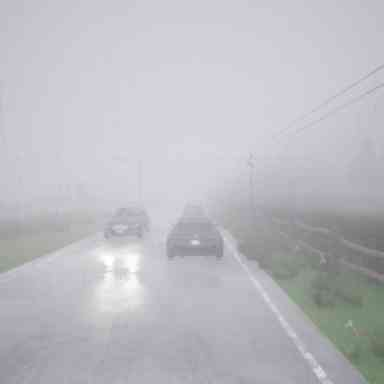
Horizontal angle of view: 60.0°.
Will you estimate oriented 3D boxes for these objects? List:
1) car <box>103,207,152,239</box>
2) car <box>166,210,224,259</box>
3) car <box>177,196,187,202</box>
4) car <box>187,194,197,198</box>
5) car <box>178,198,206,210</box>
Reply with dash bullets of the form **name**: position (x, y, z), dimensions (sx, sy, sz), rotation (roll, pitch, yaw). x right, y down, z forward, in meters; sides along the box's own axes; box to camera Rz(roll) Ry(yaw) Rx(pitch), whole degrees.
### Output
- **car**: position (-3.282, 1.547, 17.626), dimensions (2.128, 1.511, 4.902), rotation (0, 0, 0)
- **car**: position (0.101, 1.604, 12.718), dimensions (1.994, 1.385, 4.181), rotation (0, 0, 0)
- **car**: position (-2.872, 1.762, 83.888), dimensions (1.837, 1.490, 4.892), rotation (0, 0, -2)
- **car**: position (0.200, 1.619, 87.516), dimensions (2.097, 1.767, 4.553), rotation (0, 0, -2)
- **car**: position (0.147, 1.581, 28.535), dimensions (2.128, 1.511, 4.902), rotation (0, 0, 0)
